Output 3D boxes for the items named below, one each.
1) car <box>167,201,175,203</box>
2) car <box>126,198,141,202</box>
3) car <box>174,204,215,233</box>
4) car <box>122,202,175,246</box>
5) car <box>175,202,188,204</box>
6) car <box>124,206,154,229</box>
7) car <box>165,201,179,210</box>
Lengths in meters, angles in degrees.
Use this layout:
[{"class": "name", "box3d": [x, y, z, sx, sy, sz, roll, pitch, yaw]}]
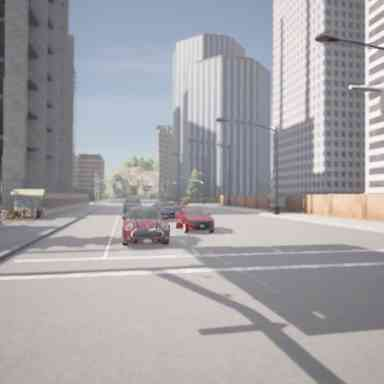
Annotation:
[{"class": "car", "box3d": [-3.806, 2.025, 41.524, 2.128, 1.511, 4.902, 1, -1, -11]}, {"class": "car", "box3d": [-7.166, 1.721, 40.481, 2.150, 2.045, 5.566, 1, -1, -11]}, {"class": "car", "box3d": [0.117, 1.774, 22.017, 1.882, 1.535, 5.008, 1, -1, -11]}, {"class": "car", "box3d": [-2.341, 1.560, 16.524, 2.097, 1.767, 4.553, 1, -1, -11]}, {"class": "car", "box3d": [-1.513, 2.132, 48.495, 2.128, 1.511, 4.902, 1, -1, -11]}, {"class": "car", "box3d": [-4.220, 1.868, 25.806, 2.033, 1.411, 5.357, 1, -1, -11]}, {"class": "car", "box3d": [-3.624, 2.290, 58.694, 1.812, 1.442, 4.674, 1, -1, -11]}]
